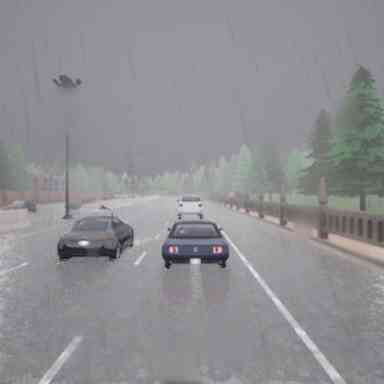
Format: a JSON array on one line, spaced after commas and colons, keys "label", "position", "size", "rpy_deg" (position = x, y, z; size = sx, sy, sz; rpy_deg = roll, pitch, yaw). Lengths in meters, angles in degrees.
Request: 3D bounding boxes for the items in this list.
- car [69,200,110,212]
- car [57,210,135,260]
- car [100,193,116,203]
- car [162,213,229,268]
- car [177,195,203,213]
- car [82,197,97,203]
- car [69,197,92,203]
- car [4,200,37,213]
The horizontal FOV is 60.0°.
[{"label": "car", "position": [-7.045, 1.565, 23.972], "size": [1.812, 1.442, 4.674], "rpy_deg": [0, 0, -1]}, {"label": "car", "position": [-3.402, 1.585, 12.483], "size": [1.994, 1.385, 4.181], "rpy_deg": [0, 0, 0]}, {"label": "car", "position": [-18.885, 1.347, 74.973], "size": [2.150, 2.045, 5.566], "rpy_deg": [0, 0, -1]}, {"label": "car", "position": [0.094, 1.620, 11.360], "size": [1.895, 1.301, 4.718], "rpy_deg": [0, 0, 0]}, {"label": "car", "position": [-0.188, 1.271, 30.050], "size": [2.150, 2.045, 5.566], "rpy_deg": [0, 0, -2]}, {"label": "car", "position": [-22.333, 1.714, 72.670], "size": [1.895, 1.301, 4.718], "rpy_deg": [0, 0, -1]}, {"label": "car", "position": [-14.718, 1.573, 42.804], "size": [1.837, 1.490, 4.892], "rpy_deg": [0, 0, -1]}, {"label": "car", "position": [-18.023, 1.582, 35.070], "size": [1.812, 1.442, 4.674], "rpy_deg": [0, 0, -2]}]
